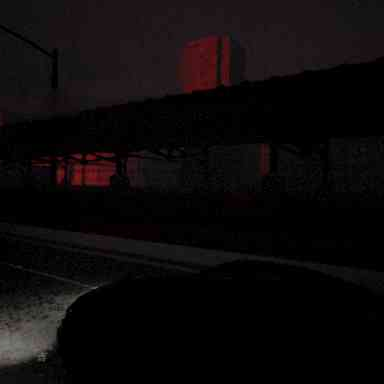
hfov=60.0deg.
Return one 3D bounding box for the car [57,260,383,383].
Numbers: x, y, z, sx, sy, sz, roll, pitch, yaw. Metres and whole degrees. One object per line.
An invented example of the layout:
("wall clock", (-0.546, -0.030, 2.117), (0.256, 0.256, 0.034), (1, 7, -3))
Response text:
("car", (0.488, 1.516, 3.645), (4.674, 1.442, 1.812), (0, 0, 36))
